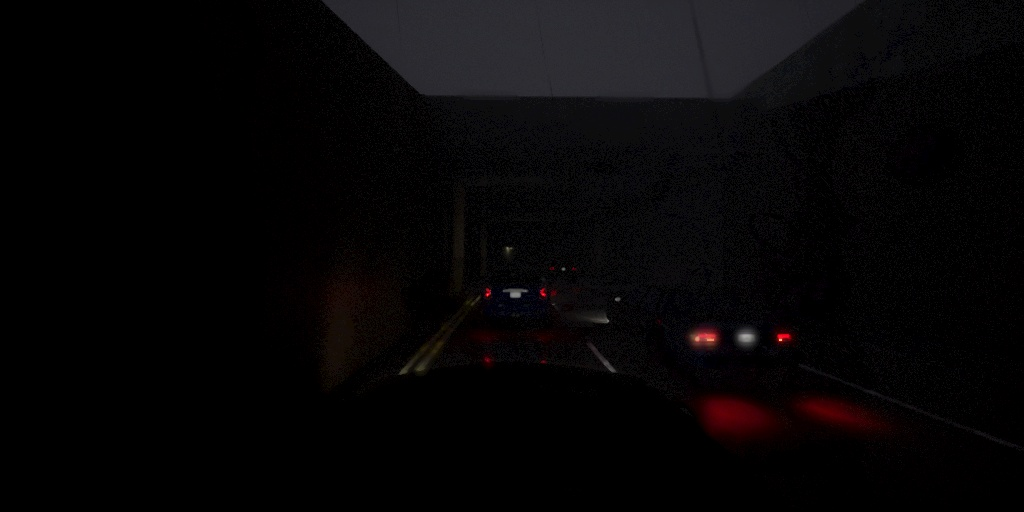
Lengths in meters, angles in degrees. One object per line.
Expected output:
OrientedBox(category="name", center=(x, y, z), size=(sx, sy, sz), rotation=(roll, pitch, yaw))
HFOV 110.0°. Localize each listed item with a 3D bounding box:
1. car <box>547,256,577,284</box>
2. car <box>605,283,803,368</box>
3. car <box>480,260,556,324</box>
OrientedBox(category="car", center=(3.608, 1.017, 27.789), size=(2.150, 2.045, 5.566), rotation=(0, 0, 0))
OrientedBox(category="car", center=(3.602, 1.309, 8.015), size=(2.033, 1.411, 5.357), rotation=(0, 0, 0))
OrientedBox(category="car", center=(0.102, 1.120, 12.240), size=(2.097, 1.767, 4.553), rotation=(0, 0, 0))
